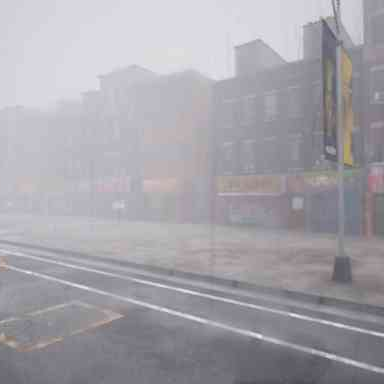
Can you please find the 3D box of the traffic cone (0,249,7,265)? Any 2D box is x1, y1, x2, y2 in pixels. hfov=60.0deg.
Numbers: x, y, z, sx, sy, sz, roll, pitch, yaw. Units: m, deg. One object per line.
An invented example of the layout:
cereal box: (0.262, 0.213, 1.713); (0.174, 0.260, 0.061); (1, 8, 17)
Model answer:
traffic cone: (-6.246, 2.039, 10.758); (0.340, 0.580, 0.340); (0, -1, 37)
